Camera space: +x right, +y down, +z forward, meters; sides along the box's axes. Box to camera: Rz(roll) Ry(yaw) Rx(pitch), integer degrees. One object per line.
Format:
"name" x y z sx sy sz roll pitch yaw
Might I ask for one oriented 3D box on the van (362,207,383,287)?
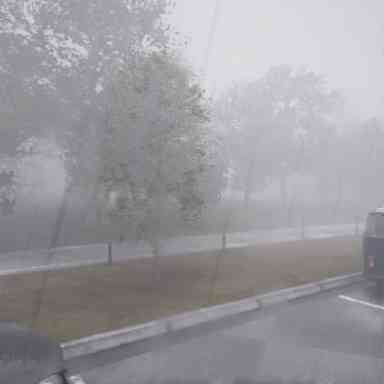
"van" 6.165 1.265 8.171 4.442 1.987 1.878 -1 0 -33

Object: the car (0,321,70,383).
"car" -3.148 1.511 1.853 4.674 1.452 2.002 -1 0 -36
